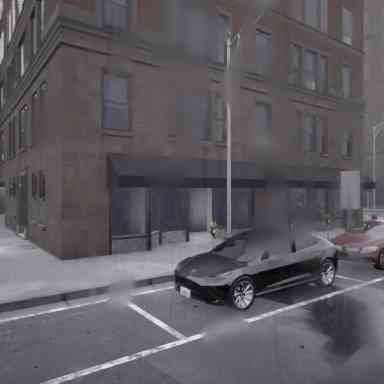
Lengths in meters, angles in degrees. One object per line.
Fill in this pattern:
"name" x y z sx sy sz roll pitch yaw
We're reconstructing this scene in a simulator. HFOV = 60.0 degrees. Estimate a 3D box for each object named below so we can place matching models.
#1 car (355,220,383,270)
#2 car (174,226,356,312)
"car" 6.122 1.582 10.905 4.206 1.307 1.802 0 0 -36
"car" 1.644 1.566 7.709 4.313 1.339 1.947 0 0 -36
